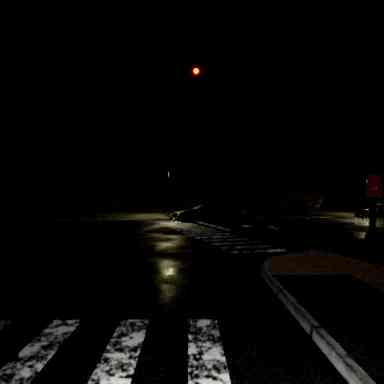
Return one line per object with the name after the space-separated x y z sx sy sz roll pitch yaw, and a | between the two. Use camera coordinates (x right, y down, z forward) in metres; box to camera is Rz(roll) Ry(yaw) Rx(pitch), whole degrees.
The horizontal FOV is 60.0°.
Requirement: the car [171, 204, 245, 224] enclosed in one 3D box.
1.210 1.562 24.518 5.357 1.411 2.033 1 0 -19 | car

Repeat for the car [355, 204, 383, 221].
16.951 1.780 29.777 4.674 1.442 1.812 1 0 -17 | car
